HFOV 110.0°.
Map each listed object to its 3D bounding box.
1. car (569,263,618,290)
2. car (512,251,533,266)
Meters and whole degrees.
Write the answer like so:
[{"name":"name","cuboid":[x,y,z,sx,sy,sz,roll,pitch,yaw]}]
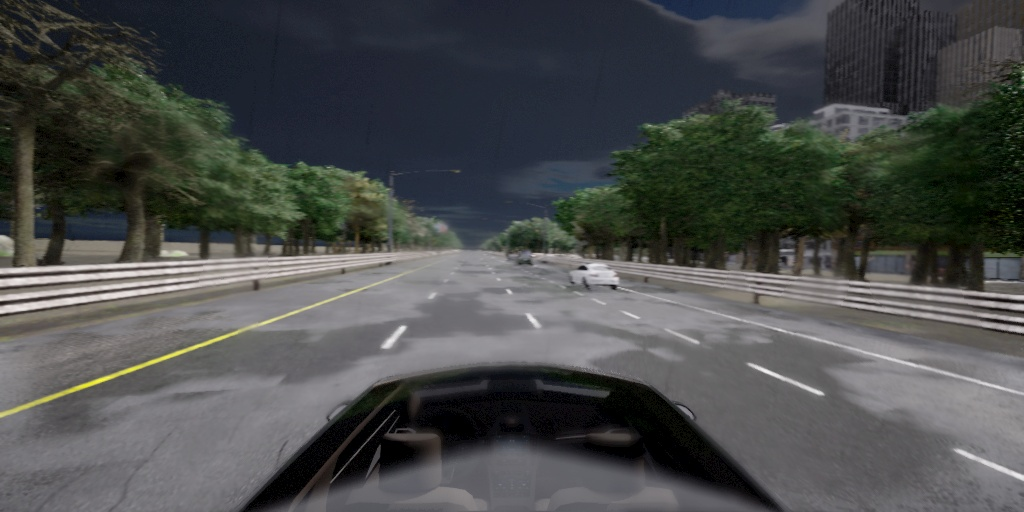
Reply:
[{"name":"car","cuboid":[4.784,1.156,21.332,1.812,1.442,4.674,2,1,-6]},{"name":"car","cuboid":[1.616,0.455,51.160,2.097,1.767,4.553,2,1,-6]}]
